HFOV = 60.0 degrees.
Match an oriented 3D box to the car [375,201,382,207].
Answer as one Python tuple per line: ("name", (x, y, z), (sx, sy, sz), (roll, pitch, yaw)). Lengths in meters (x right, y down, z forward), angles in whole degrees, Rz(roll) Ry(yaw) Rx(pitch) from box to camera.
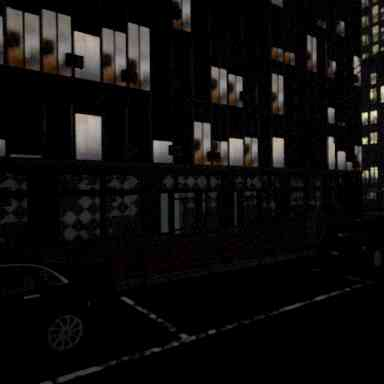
("car", (20.576, 1.262, 40.861), (1.752, 1.417, 4.829), (-1, 1, -35))

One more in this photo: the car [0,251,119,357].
("car", (-3.189, 1.551, 4.427), (4.403, 1.369, 2.008), (0, -1, -35))

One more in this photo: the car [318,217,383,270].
("car", (5.985, 1.538, 11.006), (4.507, 1.381, 1.887), (0, -1, -35))

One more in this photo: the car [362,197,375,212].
("car", (16.794, 1.448, 36.208), (1.895, 1.301, 4.718), (-1, 1, -35))
